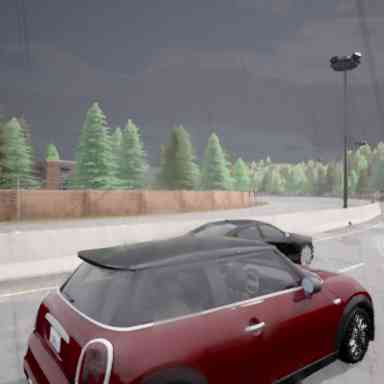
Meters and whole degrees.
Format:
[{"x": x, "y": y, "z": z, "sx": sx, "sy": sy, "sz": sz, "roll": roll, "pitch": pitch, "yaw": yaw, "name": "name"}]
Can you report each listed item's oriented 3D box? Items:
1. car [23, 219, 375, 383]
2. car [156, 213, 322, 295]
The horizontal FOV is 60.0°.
[{"x": 0.439, "y": 1.373, "z": 4.330, "sx": 4.553, "sy": 1.767, "sz": 2.097, "roll": 0, "pitch": 0, "yaw": -37, "name": "car"}, {"x": 1.594, "y": 1.524, "z": 9.684, "sx": 5.008, "sy": 1.535, "sz": 1.882, "roll": 0, "pitch": 0, "yaw": -39, "name": "car"}]
